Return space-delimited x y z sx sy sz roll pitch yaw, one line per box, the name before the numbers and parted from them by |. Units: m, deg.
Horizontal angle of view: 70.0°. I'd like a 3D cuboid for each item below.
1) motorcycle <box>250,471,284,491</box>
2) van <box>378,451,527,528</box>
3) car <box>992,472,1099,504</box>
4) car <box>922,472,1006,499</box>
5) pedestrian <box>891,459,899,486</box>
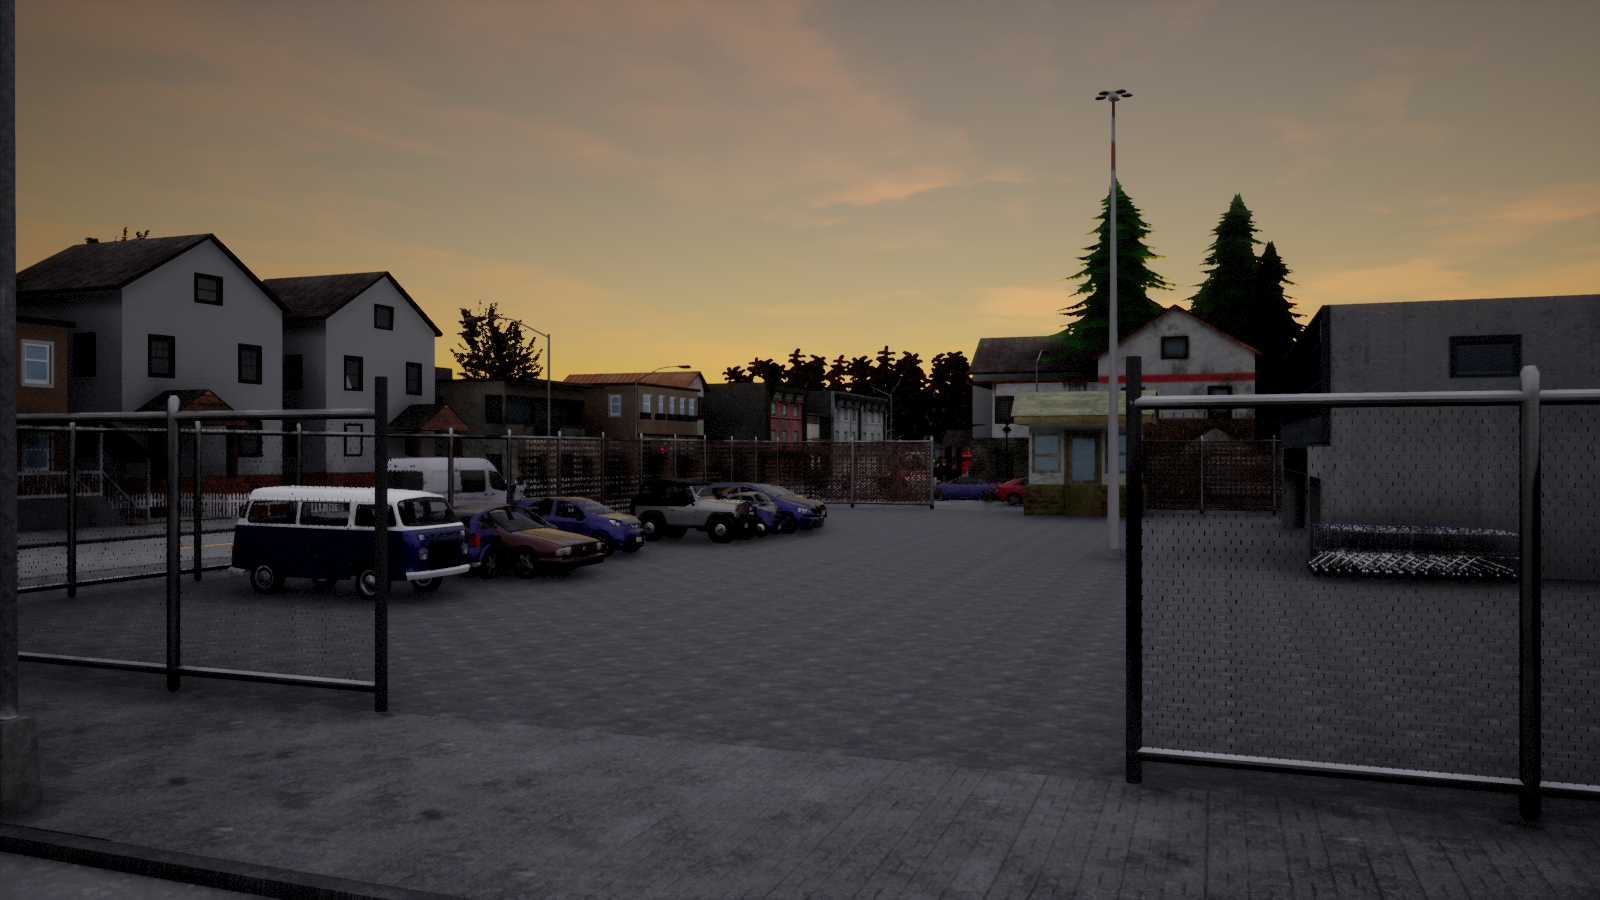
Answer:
motorcycle | -33.914 1.971 72.700 1.805 1.236 0.856 0 0 16
van | -12.379 1.320 41.268 1.988 2.561 5.915 0 0 20
car | 12.130 1.843 56.391 4.892 1.480 2.231 0 0 20
car | 8.866 1.901 61.858 4.181 1.385 1.994 0 0 20
pedestrian | 6.416 1.520 77.125 0.375 1.860 0.375 0 0 -15
